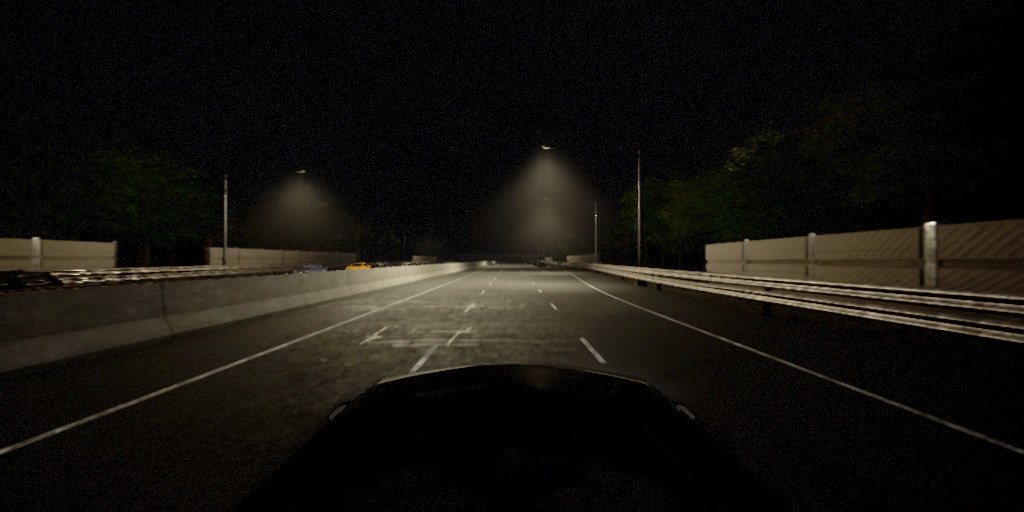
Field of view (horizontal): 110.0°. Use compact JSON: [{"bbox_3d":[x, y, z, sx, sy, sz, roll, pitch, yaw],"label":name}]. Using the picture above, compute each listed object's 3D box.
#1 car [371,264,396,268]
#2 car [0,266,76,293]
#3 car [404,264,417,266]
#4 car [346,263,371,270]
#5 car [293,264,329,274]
[{"bbox_3d":[-17.573,1.762,50.273,1.994,1.385,4.181,0,0,0],"label":"car"},{"bbox_3d":[-14.101,1.167,8.929,2.097,1.767,4.553,0,-1,0],"label":"car"},{"bbox_3d":[-14.077,1.761,50.123,1.994,1.385,4.181,0,-1,0],"label":"car"},{"bbox_3d":[-21.074,1.669,49.548,1.882,1.535,5.008,0,-1,0],"label":"car"},{"bbox_3d":[-23.841,1.674,42.874,2.033,1.411,5.357,0,-1,-3],"label":"car"}]
